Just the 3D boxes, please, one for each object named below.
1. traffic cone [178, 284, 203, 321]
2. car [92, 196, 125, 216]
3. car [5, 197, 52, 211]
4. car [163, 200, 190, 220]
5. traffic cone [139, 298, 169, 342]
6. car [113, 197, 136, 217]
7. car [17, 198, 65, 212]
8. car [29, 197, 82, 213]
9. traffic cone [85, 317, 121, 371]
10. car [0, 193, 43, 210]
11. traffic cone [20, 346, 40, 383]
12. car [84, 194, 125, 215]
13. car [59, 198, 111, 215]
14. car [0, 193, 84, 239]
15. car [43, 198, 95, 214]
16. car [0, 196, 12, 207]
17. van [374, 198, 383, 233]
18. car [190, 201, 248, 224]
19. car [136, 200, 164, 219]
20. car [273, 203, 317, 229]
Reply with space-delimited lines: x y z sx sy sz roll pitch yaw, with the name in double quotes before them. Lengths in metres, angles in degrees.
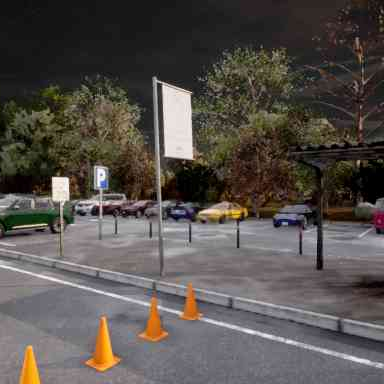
"traffic cone" -0.020 1.957 6.023 0.340 0.580 0.340 0 0 36
"car" -6.581 1.466 31.700 2.097 1.535 5.008 0 0 35
"car" -20.193 1.452 41.307 2.163 1.488 4.792 0 0 35
"car" 0.242 1.504 26.927 2.163 1.488 4.792 0 0 35
"traffic cone" -0.596 1.957 5.207 0.340 0.580 0.340 0 0 35
"car" -4.311 1.469 30.102 2.097 1.535 5.008 0 0 35
"car" -17.950 1.468 39.658 2.163 1.488 4.792 0 0 35
"car" -15.560 1.444 38.237 1.946 1.575 5.366 0 0 35
"traffic cone" -1.171 1.957 4.391 0.340 0.580 0.340 0 0 35
"car" -22.494 1.153 42.856 2.435 2.045 5.566 0 0 35
"traffic cone" -1.747 1.957 3.575 0.340 0.580 0.340 0 0 35
"car" -8.871 1.212 33.269 2.435 2.045 5.566 0 0 35
"car" -11.127 1.461 34.885 2.231 1.521 4.892 0 0 35
"car" -8.876 1.221 17.280 2.435 2.045 5.566 0 0 35
"car" -13.398 1.454 36.484 2.097 1.535 5.008 0 0 35
"car" -29.182 1.332 47.825 1.946 1.575 5.366 1 0 35
"van" 11.642 1.263 19.012 1.878 1.987 4.442 0 0 35
"car" 2.388 1.475 25.155 1.946 1.575 5.366 0 0 35
"car" -2.040 1.473 28.506 2.231 1.521 4.892 0 0 35
"car" 7.019 1.513 22.088 2.163 1.488 4.792 0 0 35
